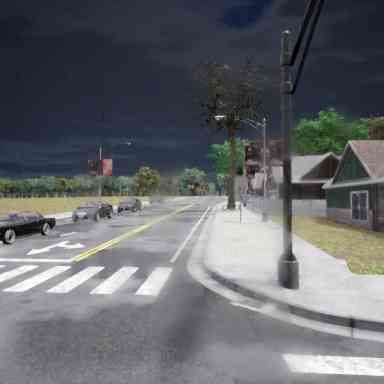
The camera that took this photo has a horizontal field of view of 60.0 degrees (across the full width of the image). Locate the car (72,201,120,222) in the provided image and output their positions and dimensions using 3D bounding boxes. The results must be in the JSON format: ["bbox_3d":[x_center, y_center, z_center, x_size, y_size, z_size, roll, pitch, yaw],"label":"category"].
[{"bbox_3d":[-7.572,1.449,25.785,2.128,1.511,4.902,0,0,5],"label":"car"}]

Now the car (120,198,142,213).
[{"bbox_3d":[-6.683,1.430,35.997,1.837,1.490,4.892,0,0,5],"label":"car"}]

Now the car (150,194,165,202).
[{"bbox_3d":[-5.271,1.118,51.271,1.837,1.490,4.892,0,0,5],"label":"car"}]

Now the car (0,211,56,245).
[{"bbox_3d":[-8.444,1.594,15.733,1.895,1.301,4.718,0,0,5],"label":"car"}]
